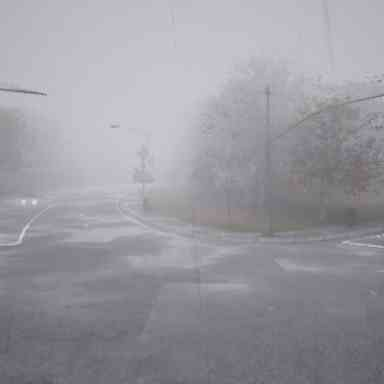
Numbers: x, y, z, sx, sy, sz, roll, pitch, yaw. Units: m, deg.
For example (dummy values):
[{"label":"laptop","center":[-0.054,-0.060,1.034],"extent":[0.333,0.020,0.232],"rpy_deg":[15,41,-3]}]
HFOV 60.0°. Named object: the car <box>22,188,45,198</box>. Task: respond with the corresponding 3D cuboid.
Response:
[{"label":"car","center":[-22.966,0.160,48.272],"extent":[1.895,1.301,4.718],"rpy_deg":[0,3,-8]}]
